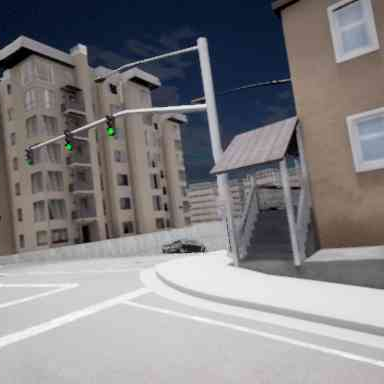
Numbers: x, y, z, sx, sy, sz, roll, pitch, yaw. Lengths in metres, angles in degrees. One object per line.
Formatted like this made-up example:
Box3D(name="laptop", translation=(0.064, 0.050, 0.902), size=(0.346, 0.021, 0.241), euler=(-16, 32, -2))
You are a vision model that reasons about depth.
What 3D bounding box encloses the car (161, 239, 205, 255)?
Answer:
Box3D(name="car", translation=(-0.687, 4.882, 29.243), size=(1.837, 1.490, 4.892), euler=(-11, -16, 34))
